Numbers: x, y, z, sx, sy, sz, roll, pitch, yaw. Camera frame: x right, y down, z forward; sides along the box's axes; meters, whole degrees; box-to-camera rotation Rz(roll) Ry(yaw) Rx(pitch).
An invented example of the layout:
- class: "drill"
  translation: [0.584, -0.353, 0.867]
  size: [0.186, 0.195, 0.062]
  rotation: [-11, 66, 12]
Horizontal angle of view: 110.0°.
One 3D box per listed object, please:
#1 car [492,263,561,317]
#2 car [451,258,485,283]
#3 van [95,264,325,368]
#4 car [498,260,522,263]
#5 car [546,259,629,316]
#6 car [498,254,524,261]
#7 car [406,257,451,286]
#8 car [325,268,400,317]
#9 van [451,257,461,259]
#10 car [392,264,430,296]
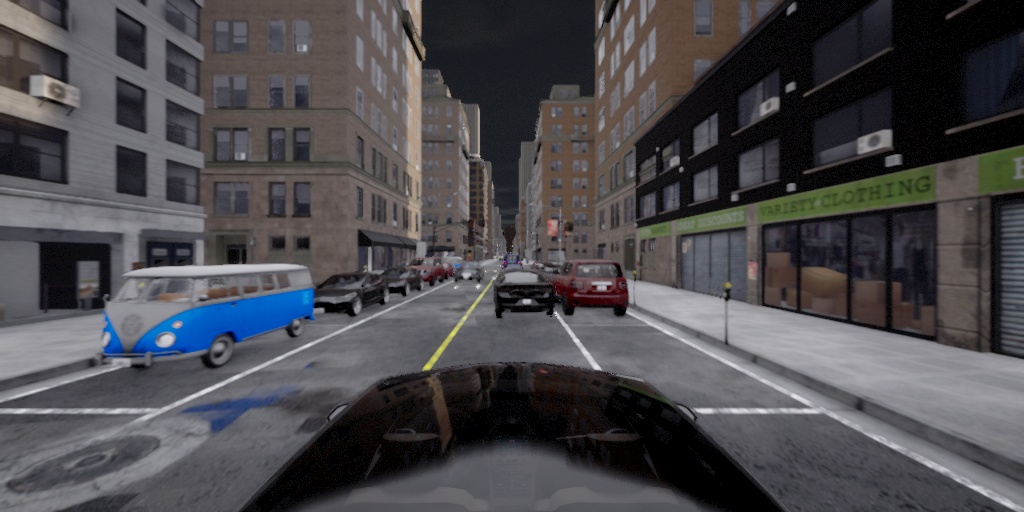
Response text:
- class: "car"
  translation: [0.304, 1.187, 13.111]
  size: [1.882, 1.535, 5.008]
  rotation: [0, 0, -3]
- class: "car"
  translation: [-3.078, 1.152, 26.563]
  size: [2.128, 1.511, 4.902]
  rotation: [0, 0, 0]
- class: "van"
  translation: [-5.855, 1.071, 7.476]
  size: [1.690, 1.789, 3.998]
  rotation: [0, 0, 0]
- class: "car"
  translation: [0.119, 1.217, 27.955]
  size: [1.994, 1.385, 4.181]
  rotation: [0, 0, -1]
- class: "car"
  translation: [2.673, 1.024, 13.064]
  size: [2.192, 1.841, 5.009]
  rotation: [0, 0, 0]
- class: "car"
  translation: [0.029, 0.837, 38.004]
  size: [2.150, 2.045, 5.566]
  rotation: [0, 0, 1]
- class: "car"
  translation: [-5.847, 0.982, 24.233]
  size: [2.192, 1.841, 5.009]
  rotation: [0, 0, 0]
- class: "car"
  translation: [-5.852, 1.275, 13.061]
  size: [1.948, 1.339, 4.313]
  rotation: [0, 0, 0]
- class: "van"
  translation: [-5.842, 0.966, 35.405]
  size: [1.690, 1.789, 3.998]
  rotation: [0, 0, 0]
- class: "car"
  translation: [-5.850, 1.255, 18.648]
  size: [1.948, 1.339, 4.313]
  rotation: [0, 0, 0]
